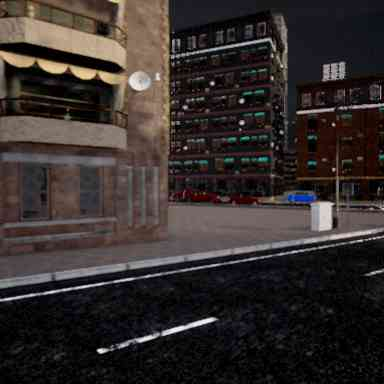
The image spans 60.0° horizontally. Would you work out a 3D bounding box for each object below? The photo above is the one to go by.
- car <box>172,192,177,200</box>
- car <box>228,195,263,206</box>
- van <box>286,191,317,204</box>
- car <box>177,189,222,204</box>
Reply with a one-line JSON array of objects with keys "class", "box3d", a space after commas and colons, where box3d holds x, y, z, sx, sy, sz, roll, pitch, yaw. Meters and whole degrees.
[{"class": "car", "box3d": [-0.586, 0.400, 51.774, 5.009, 1.841, 2.192, 1, 0, 23]}, {"class": "car", "box3d": [6.352, 0.961, 39.668, 4.206, 1.307, 1.802, 1, 0, 23]}, {"class": "van", "box3d": [14.935, 0.733, 45.102, 3.998, 1.788, 1.690, 1, 0, 23]}, {"class": "car", "box3d": [1.184, 0.592, 41.893, 5.009, 1.841, 2.192, 1, 0, 23]}]
